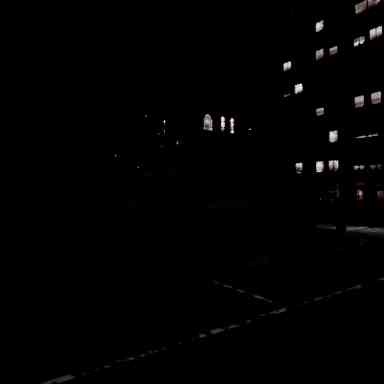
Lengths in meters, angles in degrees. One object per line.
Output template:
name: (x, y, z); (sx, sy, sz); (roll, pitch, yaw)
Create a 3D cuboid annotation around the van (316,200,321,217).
van: (10.558, 1.646, 32.580); (1.690, 1.788, 3.998); (-1, 0, -36)
